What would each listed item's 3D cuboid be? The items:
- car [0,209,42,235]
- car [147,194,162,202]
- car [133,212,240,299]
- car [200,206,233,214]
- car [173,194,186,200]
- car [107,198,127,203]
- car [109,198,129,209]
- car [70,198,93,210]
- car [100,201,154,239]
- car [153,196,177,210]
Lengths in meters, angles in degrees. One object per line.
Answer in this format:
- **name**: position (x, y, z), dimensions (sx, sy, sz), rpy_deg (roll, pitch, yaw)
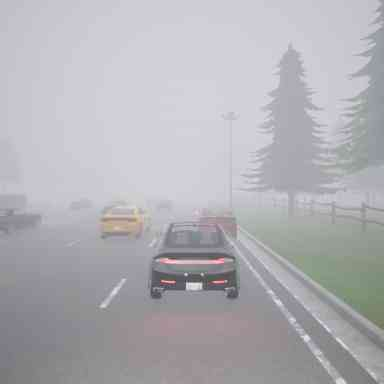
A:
- **car**: position (-10.384, 1.601, 18.830), dimensions (1.895, 1.301, 4.718), rpy_deg (0, 0, 0)
- **car**: position (-6.856, 1.525, 58.129), dimensions (1.812, 1.442, 4.674), rpy_deg (0, 0, 0)
- **car**: position (0.059, 1.492, 8.439), dimensions (2.128, 1.511, 4.902), rpy_deg (0, 0, 0)
- **car**: position (1.240, 1.478, 17.780), dimensions (1.882, 1.535, 5.008), rpy_deg (0, 0, 0)
- **car**: position (-3.420, 1.540, 93.319), dimensions (2.033, 1.411, 5.357), rpy_deg (0, 0, 0)
- **car**: position (-6.888, 1.525, 30.075), dimensions (1.812, 1.442, 4.674), rpy_deg (0, 0, 0)
- **car**: position (-10.360, 1.564, 47.410), dimensions (1.994, 1.385, 4.181), rpy_deg (0, 0, 0)
- **car**: position (-13.878, 1.525, 41.906), dimensions (1.812, 1.442, 4.674), rpy_deg (0, 0, 0)
- **car**: position (-3.385, 1.477, 17.497), dimensions (1.882, 1.535, 5.008), rpy_deg (0, 0, 0)
- **car**: position (-3.363, 1.547, 42.220), dimensions (2.033, 1.411, 5.357), rpy_deg (0, 0, 0)
